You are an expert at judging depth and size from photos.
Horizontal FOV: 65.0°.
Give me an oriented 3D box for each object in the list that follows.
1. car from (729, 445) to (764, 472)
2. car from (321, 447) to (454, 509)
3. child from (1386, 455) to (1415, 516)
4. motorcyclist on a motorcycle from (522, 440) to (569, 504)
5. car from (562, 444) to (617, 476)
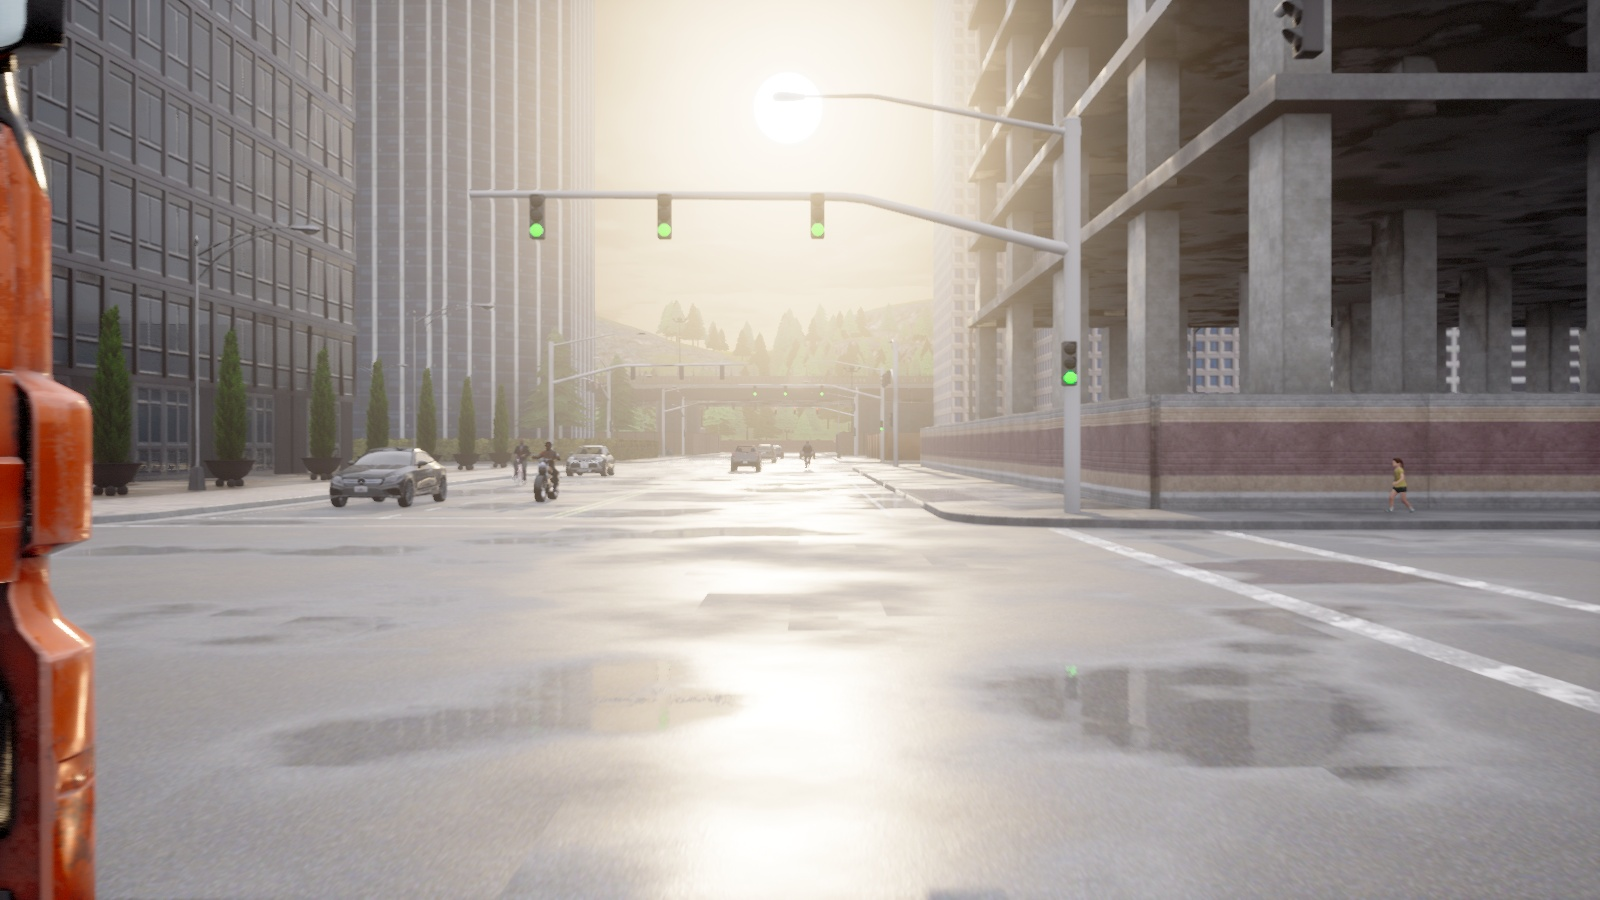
[{"bbox_3d":[-3.068,0.480,72.128,1.845,1.501,3.633,0,0,0],"label":"car"},{"bbox_3d":[-10.302,0.641,31.745,1.812,1.442,4.674,0,0,0],"label":"car"},{"bbox_3d":[11.066,0.648,23.144,0.394,1.110,0.255,0,0,-8],"label":"child"},{"bbox_3d":[-6.791,0.562,33.583,0.766,1.649,2.350,0,0,0],"label":"motorcyclist on a motorcycle"},{"bbox_3d":[-10.134,0.469,60.660,1.970,1.475,3.806,0,0,0],"label":"car"}]
